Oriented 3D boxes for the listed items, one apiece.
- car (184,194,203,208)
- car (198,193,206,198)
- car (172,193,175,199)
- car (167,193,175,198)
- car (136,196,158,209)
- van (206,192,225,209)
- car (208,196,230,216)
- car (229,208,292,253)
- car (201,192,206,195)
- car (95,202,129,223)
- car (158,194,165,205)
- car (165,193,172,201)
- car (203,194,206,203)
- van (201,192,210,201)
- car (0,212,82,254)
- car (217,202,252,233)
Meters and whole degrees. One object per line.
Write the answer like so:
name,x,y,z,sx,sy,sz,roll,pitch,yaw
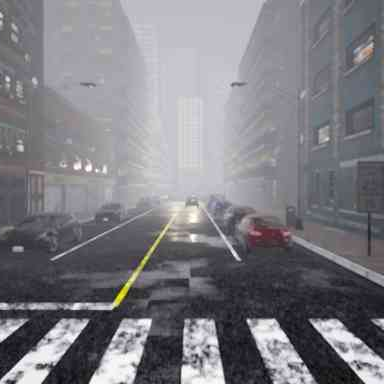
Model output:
car,0.001,1.286,42.097,2.033,1.411,5.357,0,0,0
car,2.686,1.014,90.385,2.008,1.369,4.403,-1,0,0
car,-5.694,1.060,84.875,1.947,1.339,4.313,0,0,0
car,-5.694,1.008,90.398,1.887,1.381,4.507,0,0,0
car,-5.696,1.292,40.688,1.887,1.381,4.507,0,0,0
van,2.683,1.122,35.150,1.690,1.788,3.998,0,0,0
car,2.685,1.359,29.628,1.887,1.381,4.507,0,0,0
car,2.684,1.498,13.059,1.802,1.307,4.206,0,0,0
car,2.685,1.174,57.415,1.752,1.417,4.829,0,0,0
car,-5.697,1.413,24.118,1.947,1.339,4.313,0,0,0
car,-5.695,1.264,51.735,1.802,1.307,4.206,0,0,0
car,-5.696,1.113,68.135,1.752,1.417,4.829,0,0,0
car,2.685,1.313,40.676,1.947,1.339,4.313,0,0,0
van,2.684,0.928,68.291,1.690,1.788,3.998,-1,0,0
car,-5.697,1.482,13.071,1.947,1.339,4.313,0,0,0
car,2.684,1.447,18.582,1.947,1.339,4.313,0,0,0
